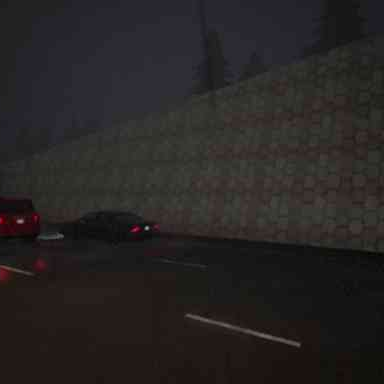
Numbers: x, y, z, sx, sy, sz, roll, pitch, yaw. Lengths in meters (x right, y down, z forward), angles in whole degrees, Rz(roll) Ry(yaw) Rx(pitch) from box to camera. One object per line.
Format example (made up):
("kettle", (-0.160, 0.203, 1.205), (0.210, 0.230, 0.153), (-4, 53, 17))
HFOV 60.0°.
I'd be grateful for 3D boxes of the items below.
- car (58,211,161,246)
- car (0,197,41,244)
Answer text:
("car", (-3.924, 1.573, 15.389), (5.357, 1.411, 2.033), (0, 0, 36))
("car", (-8.947, 1.254, 14.673), (5.566, 2.045, 2.150), (0, 0, 36))
